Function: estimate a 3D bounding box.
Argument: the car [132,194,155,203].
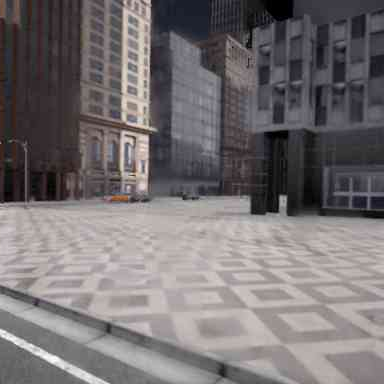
[{"bbox_3d":[-8.163,1.136,55.198,1.837,1.490,4.892,2,2,36],"label":"car"}]

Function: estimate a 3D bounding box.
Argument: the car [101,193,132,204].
[{"bbox_3d":[-12.609,0.927,54.252,2.097,1.767,4.553,2,1,36],"label":"car"}]

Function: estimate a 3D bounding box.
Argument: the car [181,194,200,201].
[{"bbox_3d":[-0.169,1.074,66.535,1.837,1.490,4.892,2,1,35],"label":"car"}]
